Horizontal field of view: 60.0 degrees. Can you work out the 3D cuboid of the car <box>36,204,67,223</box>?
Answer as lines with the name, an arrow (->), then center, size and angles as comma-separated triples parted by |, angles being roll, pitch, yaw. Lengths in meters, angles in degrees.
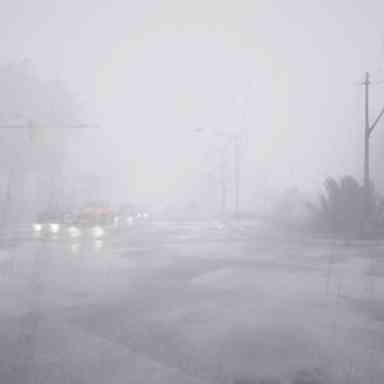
car -> -10.585, 1.642, 26.347 | 1.994, 1.385, 4.181 | 0, -1, 0

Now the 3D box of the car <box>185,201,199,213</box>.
car -> 0.012, 2.557, 55.758 | 2.150, 2.045, 5.566 | 0, -3, 0

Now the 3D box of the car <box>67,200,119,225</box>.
car -> -7.088, 1.390, 24.387 | 2.097, 1.767, 4.553 | 0, -1, 0

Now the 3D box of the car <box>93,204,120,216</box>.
car -> -10.556, 2.198, 41.538 | 2.033, 1.411, 5.357 | 0, -3, 0

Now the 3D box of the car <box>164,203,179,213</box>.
car -> -3.488, 2.705, 56.109 | 2.097, 1.767, 4.553 | 0, -3, 0

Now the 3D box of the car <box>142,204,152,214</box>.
car -> -7.053, 2.498, 48.917 | 2.128, 1.511, 4.902 | 0, -3, 0

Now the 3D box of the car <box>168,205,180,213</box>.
car -> -3.486, 3.393, 66.145 | 2.033, 1.411, 5.357 | 0, -3, 0

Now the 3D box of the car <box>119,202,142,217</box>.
car -> -7.076, 1.922, 36.500 | 1.837, 1.490, 4.892 | 0, -3, 0

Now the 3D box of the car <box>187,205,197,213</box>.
car -> 0.014, 3.319, 66.148 | 1.882, 1.535, 5.008 | 0, -3, 0
